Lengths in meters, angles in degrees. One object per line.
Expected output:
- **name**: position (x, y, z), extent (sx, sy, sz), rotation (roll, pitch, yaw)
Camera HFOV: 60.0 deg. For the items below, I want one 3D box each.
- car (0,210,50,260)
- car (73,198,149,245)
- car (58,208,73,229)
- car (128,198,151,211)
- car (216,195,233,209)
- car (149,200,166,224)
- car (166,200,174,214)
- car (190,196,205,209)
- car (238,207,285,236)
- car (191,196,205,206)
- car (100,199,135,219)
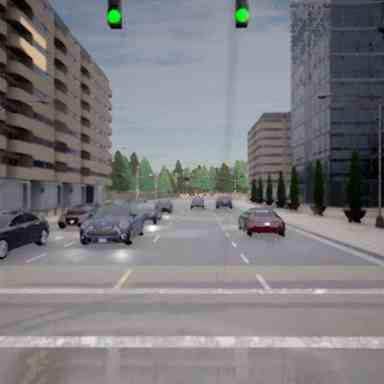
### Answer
- **car**: position (-7.068, 1.475, 12.433), extent (1.837, 1.490, 4.892), rotation (0, 0, 2)
- **car**: position (-3.513, 1.324, 15.341), extent (2.097, 1.767, 4.553), rotation (0, 0, 1)
- **car**: position (-6.895, 1.533, 21.326), extent (1.994, 1.385, 4.181), rotation (0, 0, 2)
- **car**: position (-6.335, 1.471, 40.494), extent (1.837, 1.490, 4.892), rotation (0, 0, 1)
- **car**: position (4.292, 1.322, 44.937), extent (2.097, 1.767, 4.553), rotation (0, 0, 2)
- **car**: position (-3.316, 1.496, 24.827), extent (1.812, 1.442, 4.674), rotation (0, 0, 2)
- **car**: position (-2.975, 1.516, 35.291), extent (2.033, 1.411, 5.357), rotation (0, 0, 2)
- **car**: position (0.751, 1.517, 43.728), extent (2.033, 1.411, 5.357), rotation (0, 0, 1)
- **car**: position (3.732, 1.539, 18.336), extent (1.994, 1.385, 4.181), rotation (0, 0, 1)
- **car**: position (1.017, 1.460, 54.069), extent (2.128, 1.511, 4.902), rotation (0, 0, 1)
- **car**: position (-6.651, 1.446, 30.139), extent (1.882, 1.535, 5.008), rotation (0, 0, 2)
